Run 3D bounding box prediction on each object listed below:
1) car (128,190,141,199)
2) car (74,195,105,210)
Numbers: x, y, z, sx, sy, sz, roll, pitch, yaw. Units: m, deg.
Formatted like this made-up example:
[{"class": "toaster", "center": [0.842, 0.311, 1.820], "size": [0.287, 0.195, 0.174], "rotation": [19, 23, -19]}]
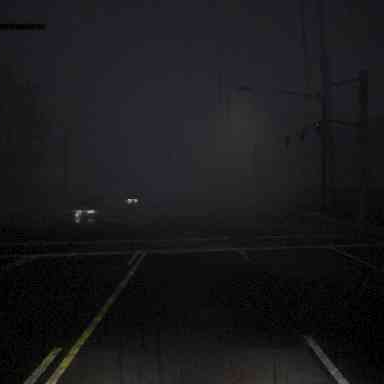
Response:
[{"class": "car", "center": [-10.508, 0.450, 60.749], "size": [2.128, 1.511, 4.902], "rotation": [0, 1, 0]}, {"class": "car", "center": [-10.505, 1.027, 34.600], "size": [2.033, 1.411, 5.357], "rotation": [0, 1, 0]}]
